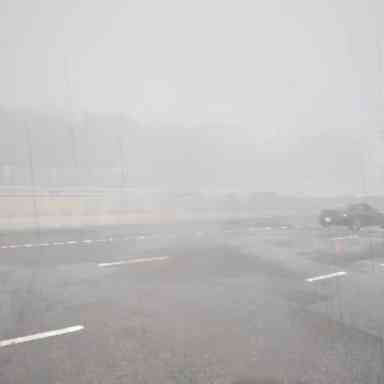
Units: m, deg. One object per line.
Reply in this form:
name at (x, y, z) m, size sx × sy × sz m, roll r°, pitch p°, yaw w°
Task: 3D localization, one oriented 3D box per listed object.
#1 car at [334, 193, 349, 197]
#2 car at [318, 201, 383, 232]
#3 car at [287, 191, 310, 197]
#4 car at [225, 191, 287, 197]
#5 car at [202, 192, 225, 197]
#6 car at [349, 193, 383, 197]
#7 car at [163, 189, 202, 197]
car at (19.196, 0.850, 41.458) m, size 4.892 × 1.490 × 1.837 m, roll 1°, pitch 2°, yaw -33°
car at (8.763, 1.247, 17.958) m, size 4.674 × 1.442 × 1.812 m, roll 1°, pitch 2°, yaw -33°
car at (14.264, 0.600, 46.589) m, size 5.357 × 1.411 × 2.033 m, roll 1°, pitch 2°, yaw -33°
car at (5.468, 0.675, 28.418) m, size 4.553 × 1.767 × 2.097 m, roll 1°, pitch 2°, yaw -33°
car at (3.439, 0.745, 31.280) m, size 4.181 × 1.385 × 1.994 m, roll 1°, pitch 2°, yaw -33°
car at (20.730, 0.958, 38.290) m, size 5.008 × 1.535 × 1.882 m, roll 1°, pitch 2°, yaw -33°
car at (-0.816, 0.375, 36.846) m, size 5.008 × 1.535 × 1.882 m, roll 1°, pitch 2°, yaw -33°
